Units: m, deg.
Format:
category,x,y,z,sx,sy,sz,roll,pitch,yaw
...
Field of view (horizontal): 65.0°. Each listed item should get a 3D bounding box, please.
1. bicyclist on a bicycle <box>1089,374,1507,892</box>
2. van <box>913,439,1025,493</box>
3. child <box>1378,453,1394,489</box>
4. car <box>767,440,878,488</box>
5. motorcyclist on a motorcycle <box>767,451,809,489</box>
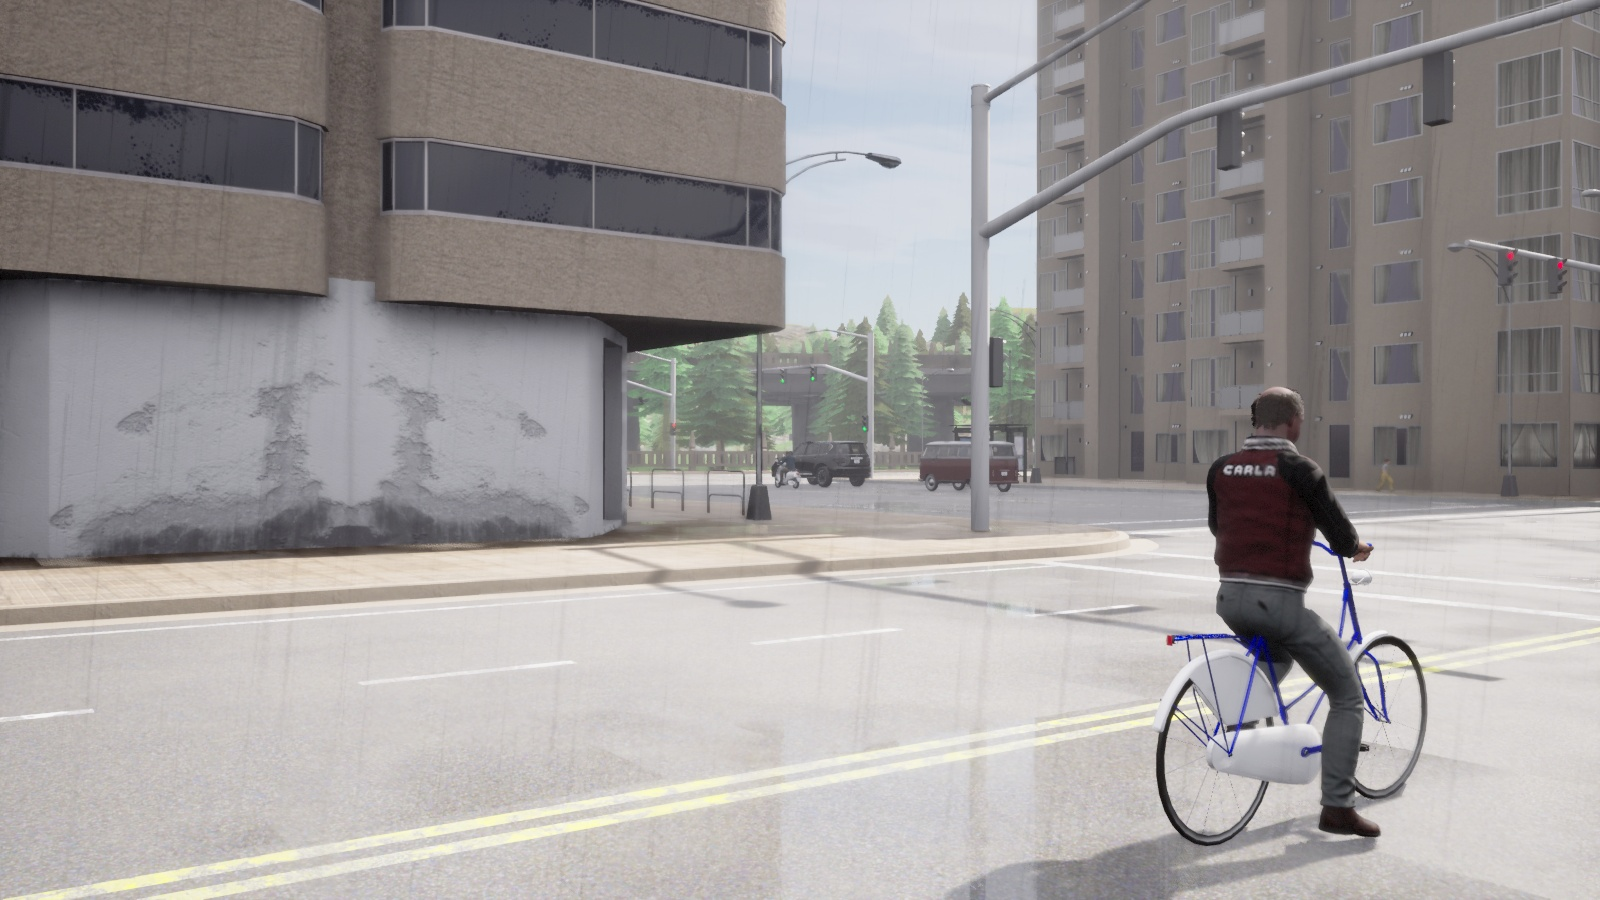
category,x,y,z,sx,sy,sz,roll,pitch,yaw
bicyclist on a bicycle,2.064,0.623,5.099,1.843,1.776,0.659,0,0,-35
van,6.528,0.604,49.071,1.775,1.987,4.442,0,0,-35
child,20.930,0.749,44.847,0.270,1.263,0.437,0,0,-34
car,0.952,0.601,56.902,2.150,2.045,5.566,0,0,-35
motorcyclist on a motorcycle,-0.524,0.829,52.943,0.866,1.590,1.817,0,0,-35
